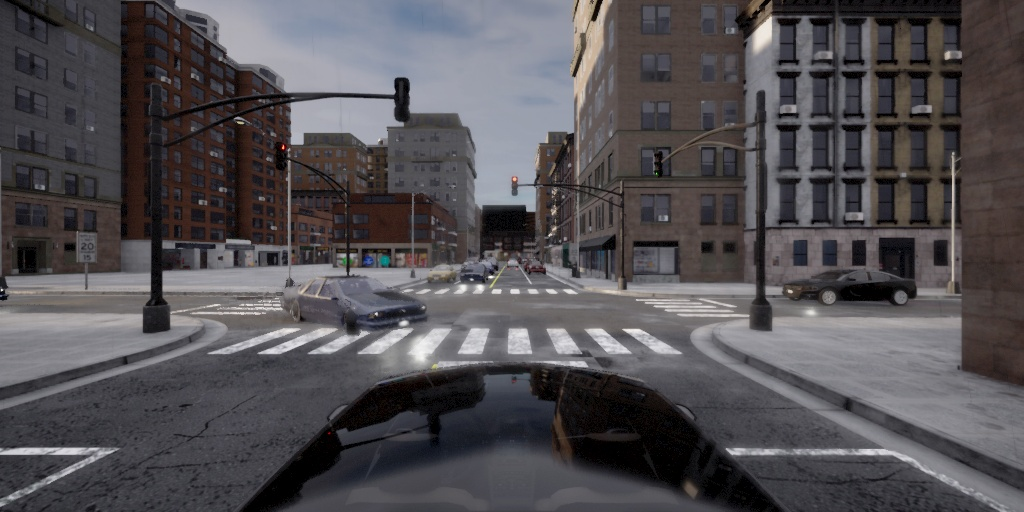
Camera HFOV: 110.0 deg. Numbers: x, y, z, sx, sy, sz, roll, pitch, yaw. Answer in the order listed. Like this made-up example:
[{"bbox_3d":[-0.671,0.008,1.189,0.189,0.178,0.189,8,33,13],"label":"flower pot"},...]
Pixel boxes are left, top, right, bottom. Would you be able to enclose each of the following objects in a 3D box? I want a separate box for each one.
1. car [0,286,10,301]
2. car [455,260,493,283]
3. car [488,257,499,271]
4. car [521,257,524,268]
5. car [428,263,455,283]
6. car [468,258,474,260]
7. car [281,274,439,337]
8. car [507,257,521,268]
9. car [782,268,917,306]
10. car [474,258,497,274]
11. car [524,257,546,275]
[{"bbox_3d":[-21.779,1.196,12.884,5.357,1.411,2.033,0,0,1],"label":"car"},{"bbox_3d":[-2.840,1.295,28.153,2.033,1.411,5.357,0,0,0],"label":"car"},{"bbox_3d":[-2.818,1.225,48.694,1.882,1.535,5.008,0,0,0],"label":"car"},{"bbox_3d":[2.652,1.062,45.054,2.192,1.841,5.009,0,0,0],"label":"car"},{"bbox_3d":[-5.379,1.273,27.901,1.751,1.417,4.829,0,0,0],"label":"car"},{"bbox_3d":[-5.373,1.298,45.057,2.007,1.370,4.403,0,0,0],"label":"car"},{"bbox_3d":[-4.809,1.288,10.544,5.357,1.411,2.033,0,0,36],"label":"car"},{"bbox_3d":[0.124,1.273,61.892,1.812,1.442,4.674,0,0,0],"label":"car"},{"bbox_3d":[14.777,1.308,15.858,5.008,1.535,1.882,0,0,-1],"label":"car"},{"bbox_3d":[-2.839,1.273,38.204,1.812,1.442,4.674,0,0,0],"label":"car"},{"bbox_3d":[2.650,1.187,39.391,1.967,1.591,4.097,0,0,0],"label":"car"}]
